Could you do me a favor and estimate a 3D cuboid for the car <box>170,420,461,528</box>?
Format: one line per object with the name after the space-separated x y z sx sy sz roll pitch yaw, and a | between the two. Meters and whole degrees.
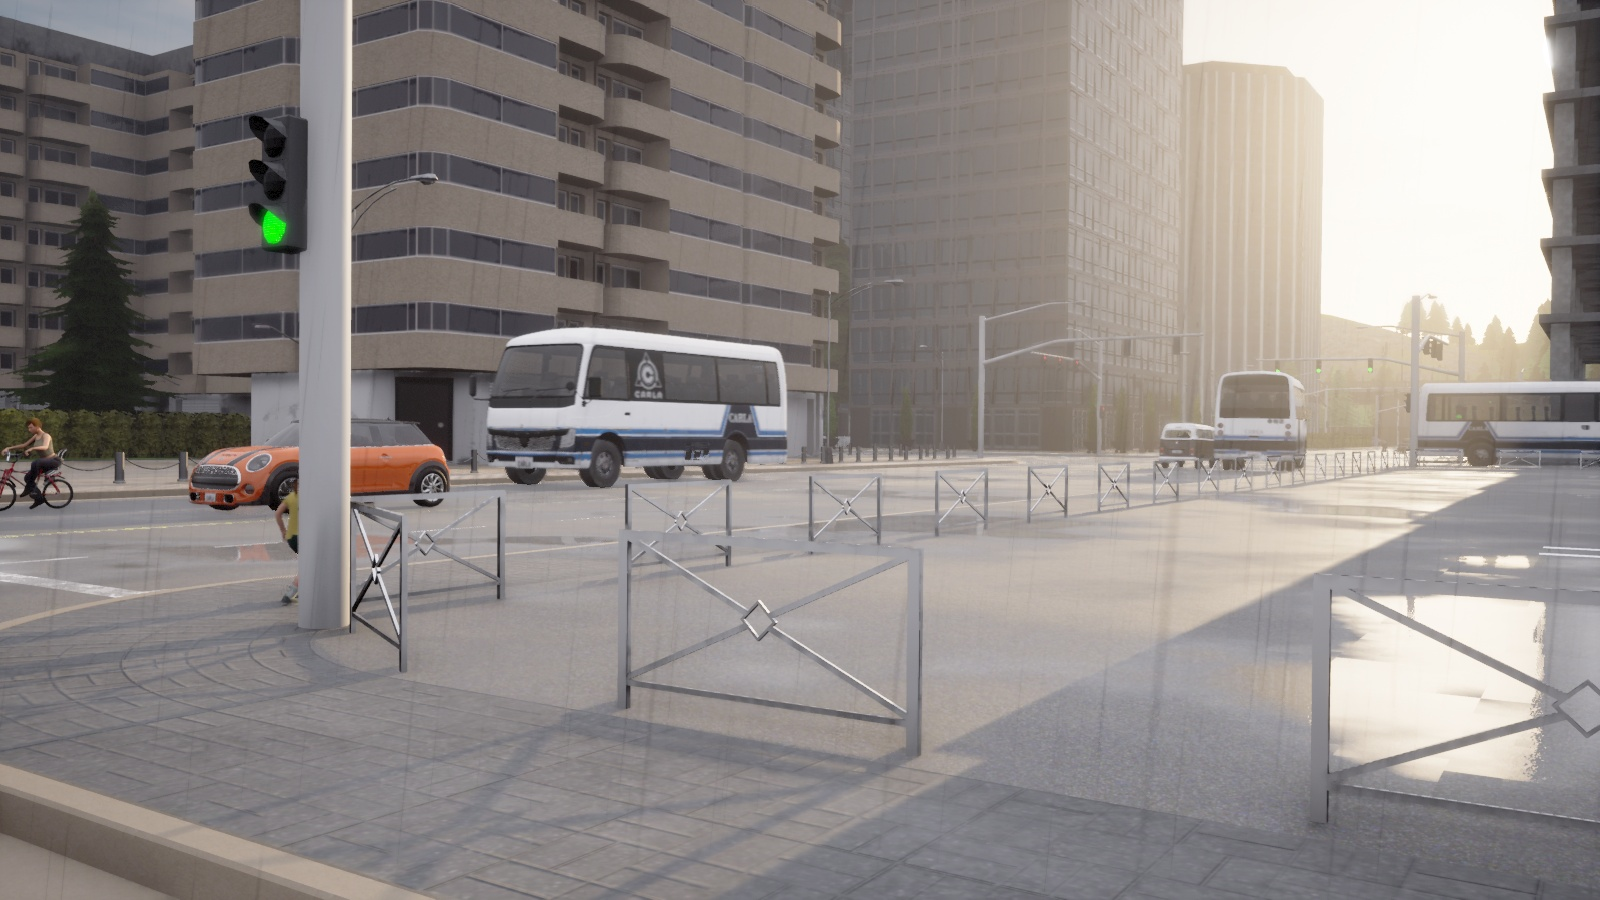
-8.683 0.356 22.910 2.097 1.767 4.553 0 1 33 | car

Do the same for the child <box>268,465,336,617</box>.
-3.772 0.674 9.515 0.255 1.110 0.394 0 1 26 | child

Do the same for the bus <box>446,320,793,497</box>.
-4.664 -1.089 35.607 3.944 4.253 10.273 0 1 33 | bus

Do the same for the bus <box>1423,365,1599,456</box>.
36.472 -1.872 61.536 10.273 4.253 3.944 0 1 32 | bus

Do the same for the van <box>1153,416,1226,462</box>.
17.990 -0.504 57.836 2.069 2.038 4.480 0 0 33 | van

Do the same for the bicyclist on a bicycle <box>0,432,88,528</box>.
-13.460 0.490 21.949 0.866 1.612 1.509 0 1 33 | bicyclist on a bicycle

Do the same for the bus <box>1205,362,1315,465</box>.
21.193 -1.626 57.421 3.944 4.253 10.273 0 1 24 | bus
